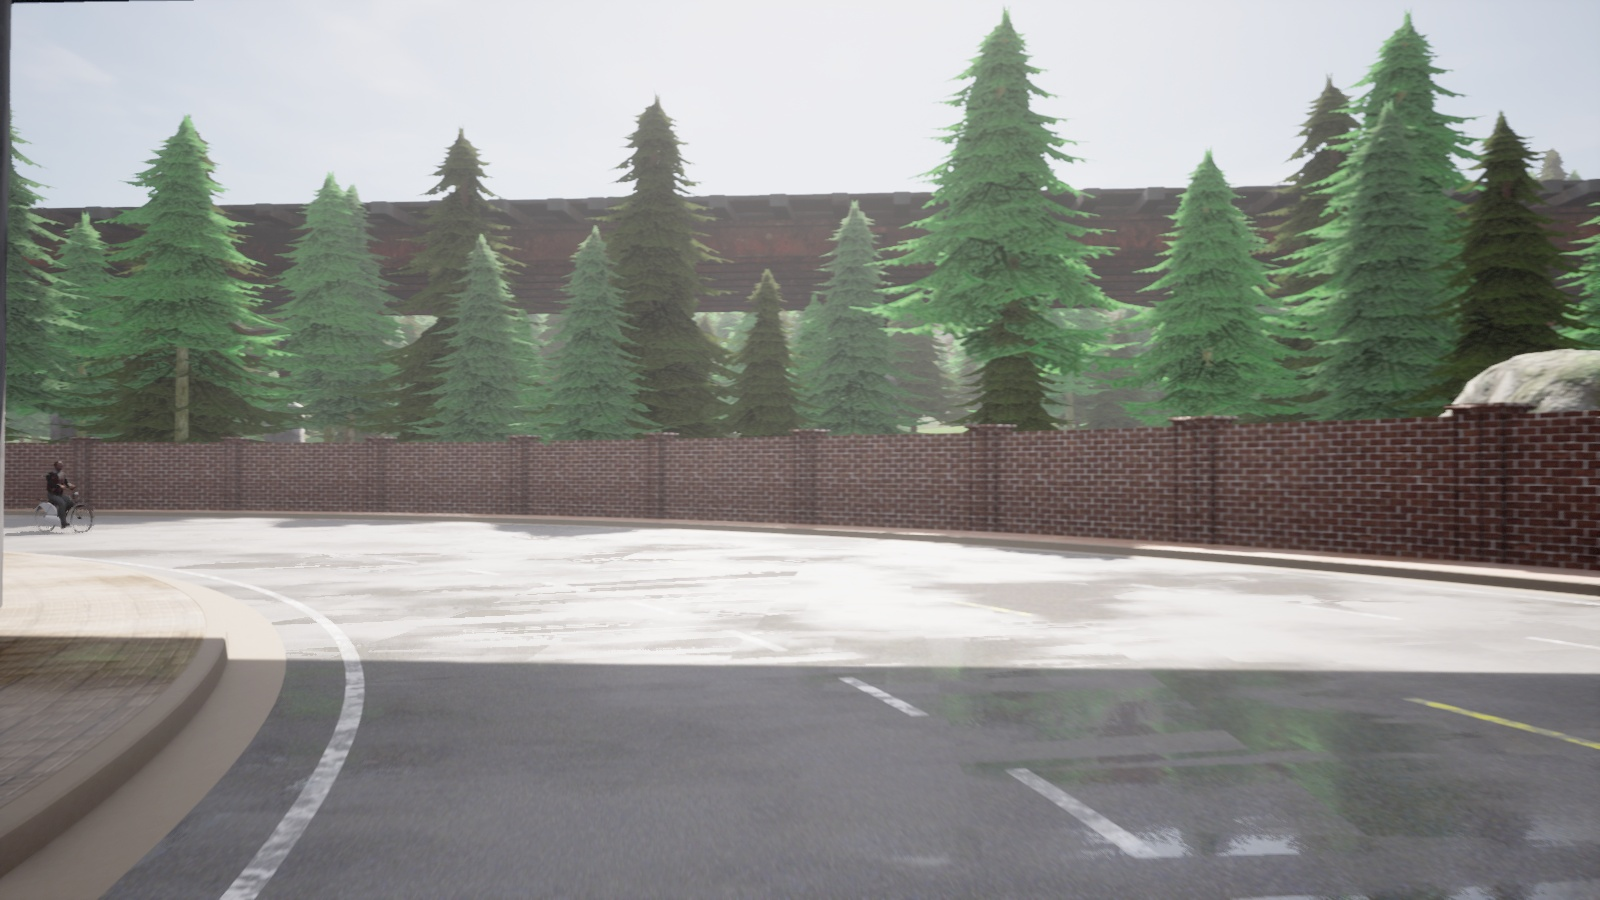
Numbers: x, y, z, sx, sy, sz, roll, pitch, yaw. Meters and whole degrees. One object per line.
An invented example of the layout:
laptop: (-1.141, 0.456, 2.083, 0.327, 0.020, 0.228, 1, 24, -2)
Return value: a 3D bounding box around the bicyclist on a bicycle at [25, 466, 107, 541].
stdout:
bicyclist on a bicycle: (-17.819, 1.285, 30.492, 1.843, 1.776, 0.659, -1, -1, 18)
